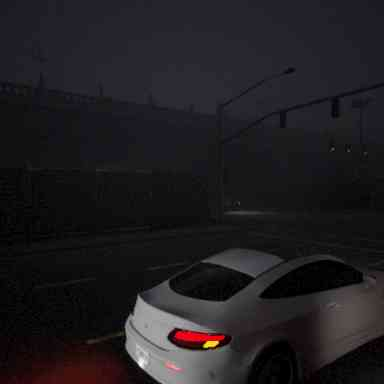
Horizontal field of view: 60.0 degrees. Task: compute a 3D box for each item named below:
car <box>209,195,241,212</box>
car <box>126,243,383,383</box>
[{"bbox_3d":[3.188,1.138,35.991,2.097,1.767,4.553,-1,0,-35],"label":"car"},{"bbox_3d":[1.375,1.482,4.764,4.674,1.442,1.812,-1,0,-35],"label":"car"}]
